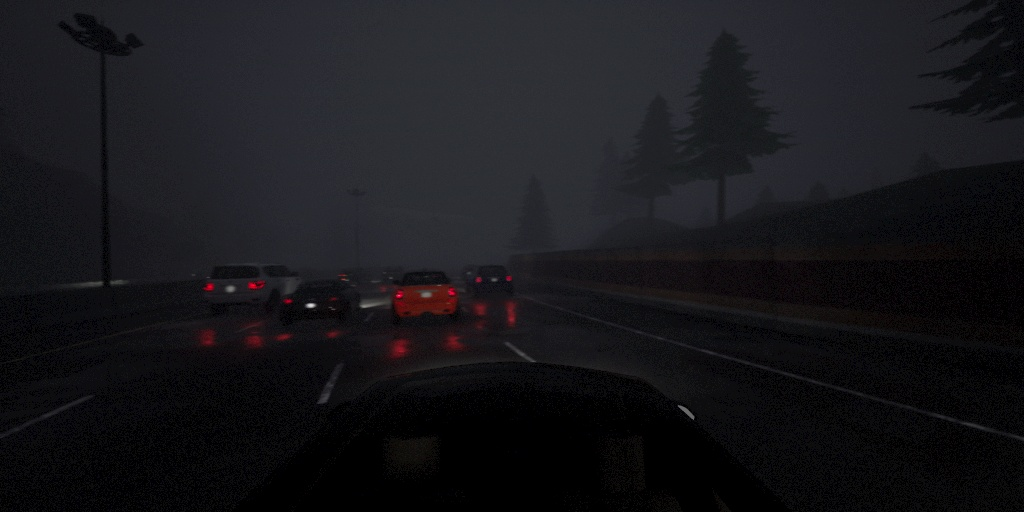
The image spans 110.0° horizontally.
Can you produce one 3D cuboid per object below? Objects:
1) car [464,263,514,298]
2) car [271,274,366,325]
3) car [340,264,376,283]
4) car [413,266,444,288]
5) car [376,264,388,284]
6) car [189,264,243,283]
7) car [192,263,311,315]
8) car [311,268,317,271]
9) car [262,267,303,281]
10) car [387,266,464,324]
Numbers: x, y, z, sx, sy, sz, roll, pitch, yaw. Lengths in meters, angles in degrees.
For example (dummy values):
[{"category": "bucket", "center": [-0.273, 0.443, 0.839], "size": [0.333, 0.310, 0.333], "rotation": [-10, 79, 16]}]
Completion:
[{"category": "car", "center": [-1.384, 1.259, 20.158], "size": [2.097, 1.767, 4.553], "rotation": [-1, 0, -13]}, {"category": "car", "center": [-6.879, 1.558, 13.249], "size": [1.994, 1.385, 4.181], "rotation": [-1, 0, -15]}, {"category": "car", "center": [-14.211, 1.805, 32.623], "size": [1.837, 1.490, 4.892], "rotation": [-2, 0, -7]}, {"category": "car", "center": [-6.744, 1.646, 29.418], "size": [2.033, 1.411, 5.357], "rotation": [-1, 0, -9]}, {"category": "car", "center": [-10.792, 1.715, 33.503], "size": [2.128, 1.511, 4.902], "rotation": [-1, 0, -7]}, {"category": "car", "center": [-36.352, 2.134, 44.233], "size": [2.150, 2.045, 5.566], "rotation": [-1, 0, -2]}, {"category": "car", "center": [-11.235, 1.338, 16.085], "size": [2.150, 2.045, 5.566], "rotation": [-1, 0, -14]}, {"category": "car", "center": [-25.822, 2.149, 44.158], "size": [2.128, 1.511, 4.902], "rotation": [-1, 0, -2]}, {"category": "car", "center": [-29.360, 2.248, 46.057], "size": [2.128, 1.511, 4.902], "rotation": [-1, 0, -1]}, {"category": "car", "center": [-3.228, 1.256, 13.166], "size": [2.097, 1.767, 4.553], "rotation": [-1, 0, -16]}]
